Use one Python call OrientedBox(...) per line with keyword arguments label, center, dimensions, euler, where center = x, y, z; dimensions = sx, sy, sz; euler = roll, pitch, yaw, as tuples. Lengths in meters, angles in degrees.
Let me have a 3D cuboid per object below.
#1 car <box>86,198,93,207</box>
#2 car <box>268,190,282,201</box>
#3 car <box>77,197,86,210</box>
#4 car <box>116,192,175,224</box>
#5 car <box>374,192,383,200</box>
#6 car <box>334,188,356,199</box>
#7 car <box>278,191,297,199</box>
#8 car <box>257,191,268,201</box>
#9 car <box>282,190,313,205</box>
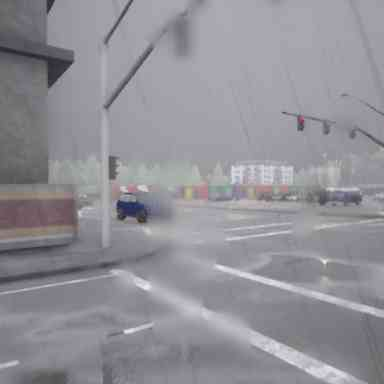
OrientedBox(label="car", center=(-14.991, 1.330, 45.185), dimensions=(1.994, 1.385, 4.181), euler=(-1, 1, -35))
OrientedBox(label="car", center=(14.597, 0.814, 53.506), dimensions=(3.905, 1.438, 1.784), euler=(-1, 1, -35))
OrientedBox(label="car", center=(-13.907, 1.374, 37.652), dimensions=(1.994, 1.385, 4.181), euler=(-1, 1, -36))
OrientedBox(label="car", center=(-3.415, 1.031, 23.200), dimensions=(2.150, 2.045, 5.566), euler=(-1, 0, -36))
OrientedBox(label="car", center=(31.927, 0.653, 55.163), dimensions=(3.806, 1.475, 1.970), euler=(-1, 1, -35))
OrientedBox(label="car", center=(36.370, 0.189, 79.041), dimensions=(3.866, 1.878, 1.905), euler=(-1, 1, -35))
OrientedBox(label="car", center=(20.466, 0.620, 71.301), dimensions=(3.905, 1.438, 1.784), euler=(-1, 1, -35))
OrientedBox(label="car", center=(13.003, 0.604, 55.665), dimensions=(4.605, 1.855, 1.932), euler=(-1, 1, -35))
OrientedBox(label="car", center=(16.270, 0.846, 51.143), dimensions=(3.806, 1.475, 1.970), euler=(-1, 1, -35))
